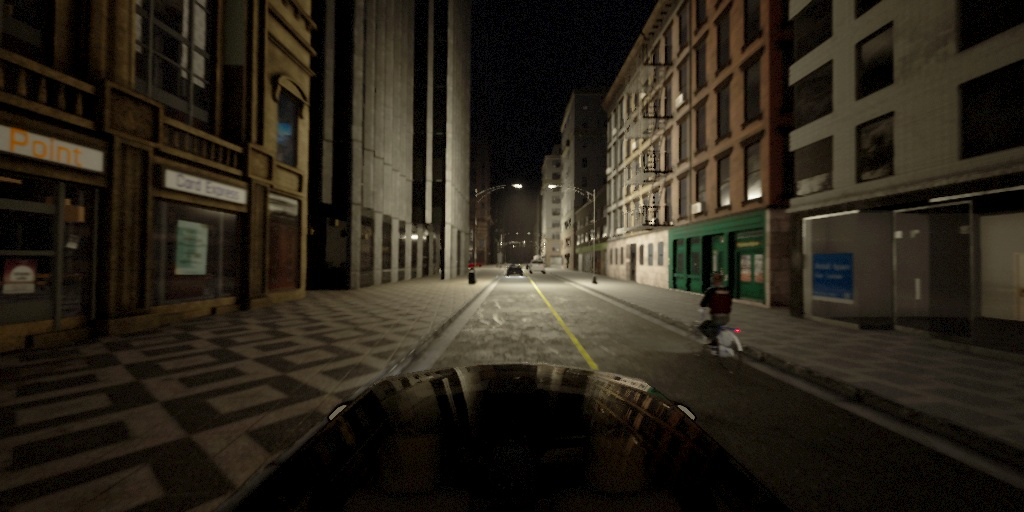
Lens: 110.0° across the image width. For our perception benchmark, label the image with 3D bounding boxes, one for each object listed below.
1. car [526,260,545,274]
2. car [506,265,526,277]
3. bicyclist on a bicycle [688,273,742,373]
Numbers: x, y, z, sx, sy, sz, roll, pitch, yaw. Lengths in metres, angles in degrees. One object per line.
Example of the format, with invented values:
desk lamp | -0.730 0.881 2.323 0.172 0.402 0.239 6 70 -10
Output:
car | 3.631 1.542 52.792 2.150 2.045 5.566 1 0 1
car | 0.333 1.748 43.173 1.994 1.385 4.181 1 -1 1
bicyclist on a bicycle | 3.860 1.210 6.963 0.659 1.776 1.843 1 0 1
